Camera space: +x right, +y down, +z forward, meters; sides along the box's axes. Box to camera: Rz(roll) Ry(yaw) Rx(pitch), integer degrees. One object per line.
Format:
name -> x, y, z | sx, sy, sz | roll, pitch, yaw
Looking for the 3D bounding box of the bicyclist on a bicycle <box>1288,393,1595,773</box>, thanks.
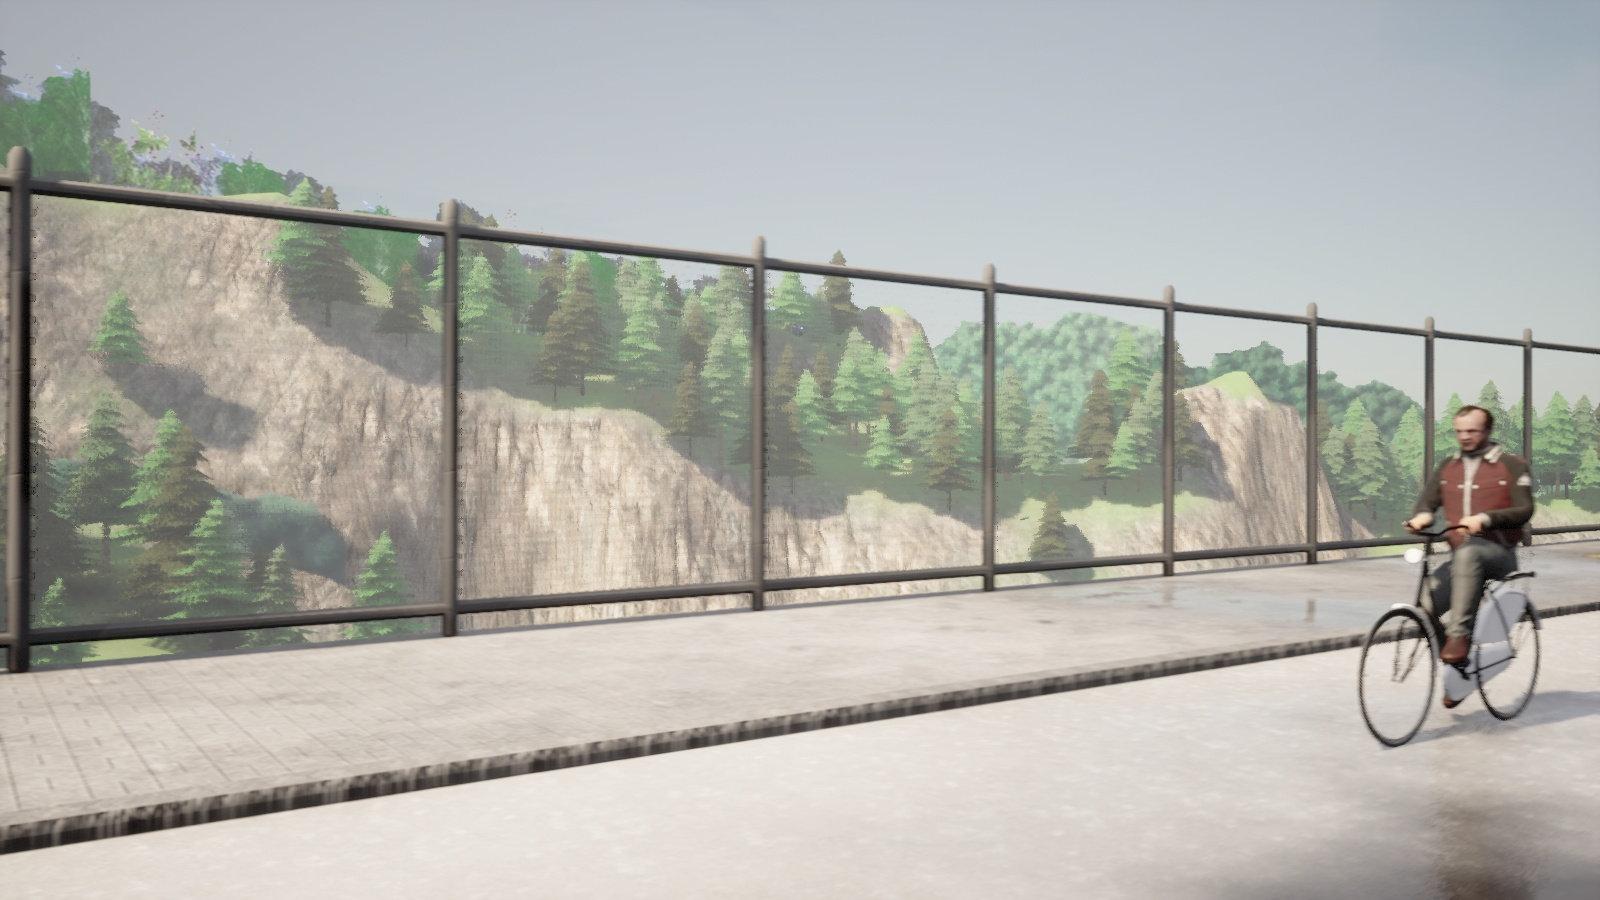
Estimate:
bicyclist on a bicycle -> 3.430, 0.624, 6.656 | 1.843, 1.776, 0.659 | 0, 0, -35
